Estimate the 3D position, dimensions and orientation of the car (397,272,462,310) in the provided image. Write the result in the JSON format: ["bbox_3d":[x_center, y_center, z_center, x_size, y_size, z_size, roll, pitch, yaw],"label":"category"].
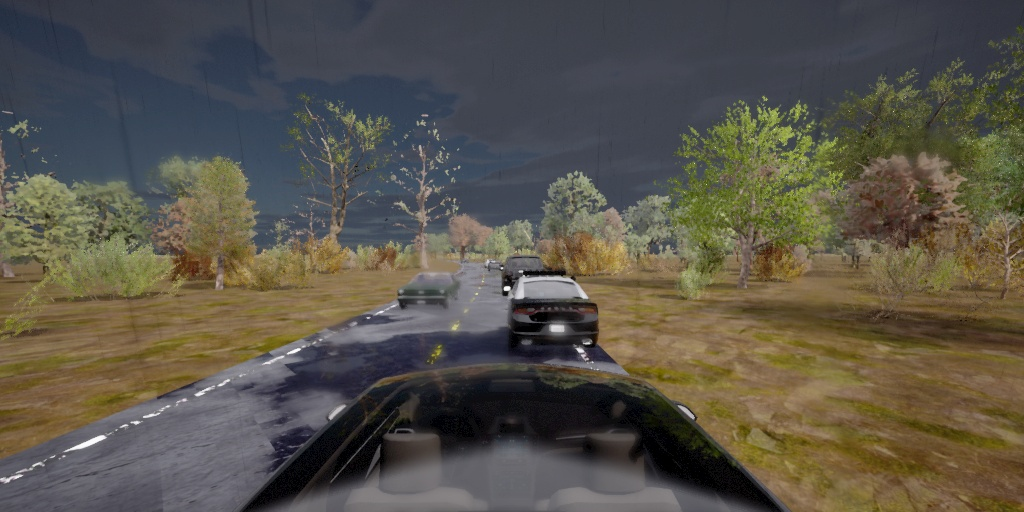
[{"bbox_3d":[-3.264,1.350,14.869,1.895,1.301,4.718,0,0,-2],"label":"car"}]

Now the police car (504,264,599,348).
[{"bbox_3d":[0.820,1.174,9.378,1.930,1.638,5.238,0,0,-1],"label":"police car"}]

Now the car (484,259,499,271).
[{"bbox_3d":[-2.312,1.240,48.030,2.128,1.511,4.902,0,0,-5],"label":"car"}]

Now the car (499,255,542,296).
[{"bbox_3d":[0.531,0.972,19.343,2.150,2.045,5.566,0,0,-2],"label":"car"}]
